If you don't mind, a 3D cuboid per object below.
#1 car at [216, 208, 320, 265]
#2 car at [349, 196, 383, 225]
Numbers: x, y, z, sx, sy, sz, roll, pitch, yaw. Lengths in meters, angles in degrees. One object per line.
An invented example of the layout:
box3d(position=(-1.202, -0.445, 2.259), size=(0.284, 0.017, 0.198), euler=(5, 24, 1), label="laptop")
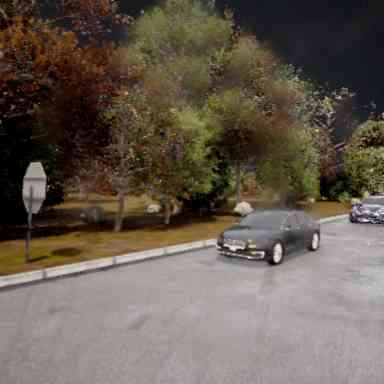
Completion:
box3d(position=(2.759, 1.337, 11.257), size=(1.837, 1.490, 4.892), euler=(2, 2, 41), label="car")
box3d(position=(11.723, 1.060, 21.209), size=(2.097, 1.767, 4.553), euler=(2, 2, 42), label="car")
